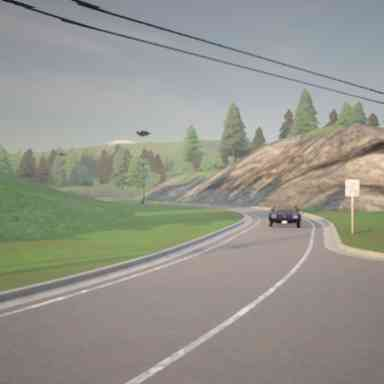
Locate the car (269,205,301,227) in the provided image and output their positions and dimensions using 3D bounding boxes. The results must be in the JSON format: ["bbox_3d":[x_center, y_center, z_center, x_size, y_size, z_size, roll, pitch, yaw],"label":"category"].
[{"bbox_3d":[6.093,1.478,21.747,1.895,1.301,4.718,0,0,16],"label":"car"}]
